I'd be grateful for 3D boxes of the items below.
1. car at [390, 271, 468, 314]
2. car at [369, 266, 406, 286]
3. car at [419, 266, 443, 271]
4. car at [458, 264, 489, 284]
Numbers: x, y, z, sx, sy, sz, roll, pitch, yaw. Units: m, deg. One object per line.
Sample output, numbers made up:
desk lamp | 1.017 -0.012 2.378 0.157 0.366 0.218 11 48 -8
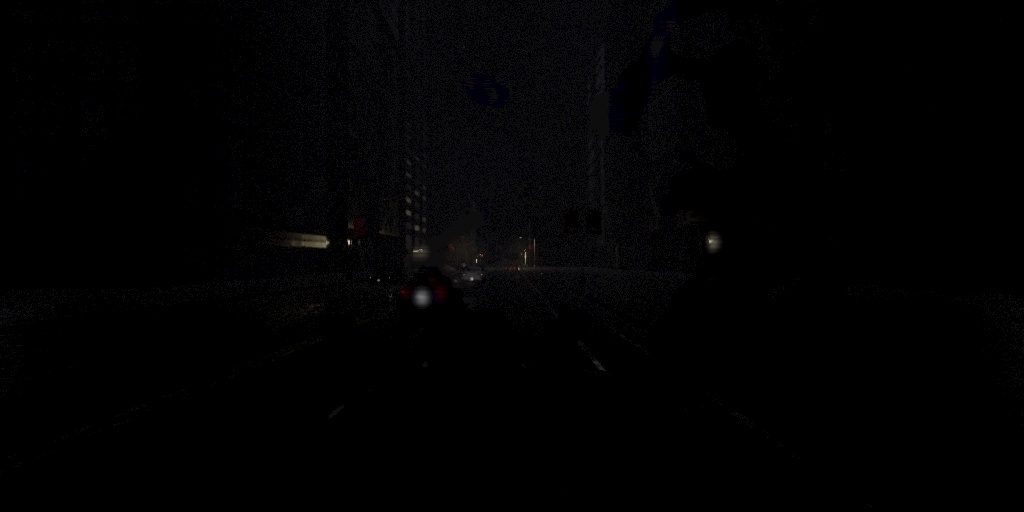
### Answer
car | -3.151 1.463 14.577 1.994 1.385 4.181 0 -1 0
car | -9.843 1.573 28.884 1.837 1.490 4.892 0 -1 0
car | -6.593 1.573 28.883 1.837 1.490 4.892 0 -1 0
car | -3.147 1.614 30.516 1.812 1.442 4.674 0 -1 0
